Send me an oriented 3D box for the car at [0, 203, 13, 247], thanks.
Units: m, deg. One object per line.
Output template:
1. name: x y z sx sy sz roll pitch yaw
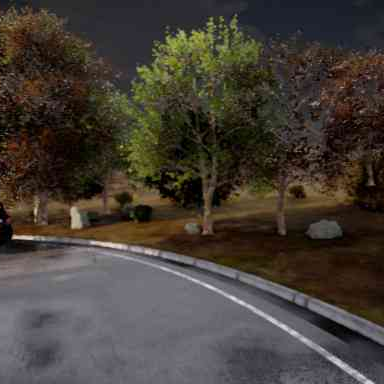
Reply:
1. car: -10.385 1.469 14.420 5.566 2.045 2.150 -1 -1 23
